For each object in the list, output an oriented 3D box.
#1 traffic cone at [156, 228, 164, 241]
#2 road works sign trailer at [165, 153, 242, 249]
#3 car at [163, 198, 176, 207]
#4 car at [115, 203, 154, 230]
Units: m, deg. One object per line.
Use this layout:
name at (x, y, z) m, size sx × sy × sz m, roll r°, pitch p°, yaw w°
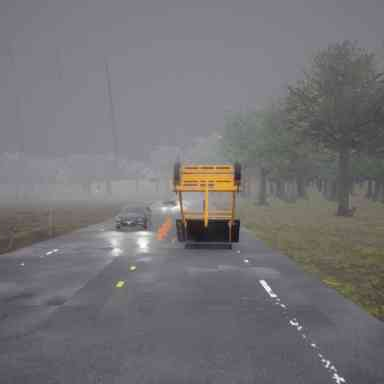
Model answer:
traffic cone at (-1.466, 1.942, 15.335) m, size 0.340 × 0.580 × 0.340 m, roll 0°, pitch 0°, yaw 0°
road works sign trailer at (0.549, 0.920, 11.782) m, size 2.380 × 3.560 × 2.880 m, roll 0°, pitch 45°, yaw 4°
car at (-3.430, 1.538, 50.819) m, size 1.895 × 1.301 × 4.718 m, roll 0°, pitch 0°, yaw 0°
car at (-3.570, 1.486, 21.253) m, size 1.837 × 1.490 × 4.892 m, roll 0°, pitch 0°, yaw 0°
